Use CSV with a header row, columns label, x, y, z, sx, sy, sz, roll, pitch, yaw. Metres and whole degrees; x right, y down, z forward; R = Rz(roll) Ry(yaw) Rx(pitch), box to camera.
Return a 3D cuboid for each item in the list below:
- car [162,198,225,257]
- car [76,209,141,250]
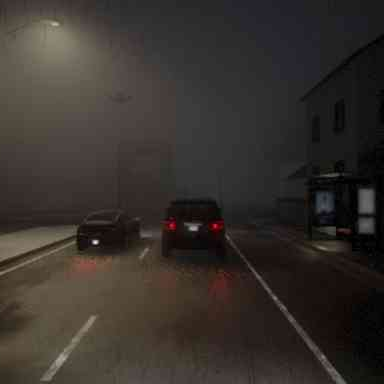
label,x,y,z,sx,sy,sz,roll,pitch,yaw
car,0.067,1.231,13.163,2.150,2.045,5.566,0,0,0
car,-3.424,1.515,14.288,1.837,1.490,4.892,0,0,0
